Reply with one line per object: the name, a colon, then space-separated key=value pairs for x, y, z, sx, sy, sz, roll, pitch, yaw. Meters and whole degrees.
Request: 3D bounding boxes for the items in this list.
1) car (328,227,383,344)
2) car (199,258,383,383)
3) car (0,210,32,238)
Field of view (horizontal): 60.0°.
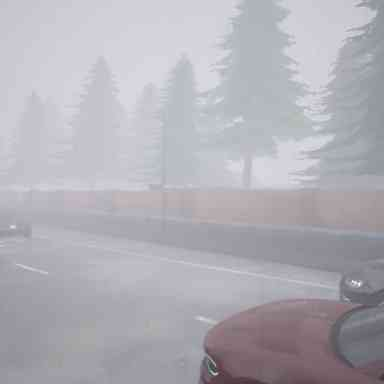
car: x=4.836 y=1.516 z=4.907 sx=4.902 sy=1.511 sz=2.128 roll=0 pitch=0 yaw=35
car: x=2.370 y=1.490 z=2.373 sx=5.008 sy=1.535 sz=1.882 roll=0 pitch=0 yaw=35
car: x=-9.784 y=1.588 z=16.817 sx=4.181 sy=1.385 sz=1.994 roll=0 pitch=0 yaw=43
